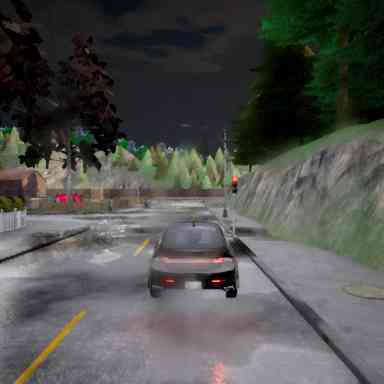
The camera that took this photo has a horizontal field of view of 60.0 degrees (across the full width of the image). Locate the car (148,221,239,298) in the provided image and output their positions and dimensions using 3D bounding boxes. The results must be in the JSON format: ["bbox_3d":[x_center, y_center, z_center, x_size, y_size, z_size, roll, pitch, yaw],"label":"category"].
[{"bbox_3d":[0.048,1.492,8.504,2.128,1.511,4.902,0,0,1],"label":"car"}]
